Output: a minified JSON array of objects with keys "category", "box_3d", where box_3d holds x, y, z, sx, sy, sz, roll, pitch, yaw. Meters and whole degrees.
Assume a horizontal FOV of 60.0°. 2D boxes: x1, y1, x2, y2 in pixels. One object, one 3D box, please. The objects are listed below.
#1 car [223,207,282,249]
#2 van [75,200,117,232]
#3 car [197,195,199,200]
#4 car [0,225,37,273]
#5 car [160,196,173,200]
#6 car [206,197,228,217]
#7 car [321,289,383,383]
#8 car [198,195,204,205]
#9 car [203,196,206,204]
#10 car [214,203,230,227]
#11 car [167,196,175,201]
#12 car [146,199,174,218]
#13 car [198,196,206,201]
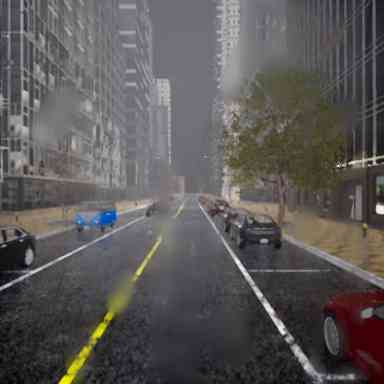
[{"category":"car","box_3d":[2.665,1.579,14.483,2.008,1.369,4.403,0,0,0]},{"category":"van","box_3d":[-5.725,1.407,20.166,1.690,1.788,3.998,0,0,0]},{"category":"car","box_3d":[2.562,1.659,77.100,1.947,1.339,4.313,0,0,0]},{"category":"car","box_3d":[-5.706,1.593,8.780,2.008,1.369,4.403,0,0,0]},{"category":"car","box_3d":[-5.809,1.663,71.400,1.887,1.381,4.507,0,0,0]},{"category":"car","box_3d":[2.637,1.495,31.561,1.967,1.590,4.097,0,0,0]},{"category":"car","box_3d":[2.684,1.583,3.098,1.802,1.307,4.206,0,0,0]},{"category":"car","box_3d":[2.590,1.631,60.023,1.887,1.381,4.507,0,0,0]},{"category":"car","box_3d":[2.627,1.503,37.253,1.967,1.590,4.097,0,0,0]},{"category":"car","box_3d":[2.656,1.590,20.175,2.008,1.369,4.403,0,0,0]},{"category":"car","box_3d":[-5.848,1.686,94.171,1.947,1.339,4.313,0,0,0]},{"category":"car","box_3d":[-3.053,1.637,30.625,1.994,1.385,4.181,0,0,0]},{"category":"car","box_3d":[2.543,1.660,88.484,1.947,1.339,4.313,0,0,0]}]
